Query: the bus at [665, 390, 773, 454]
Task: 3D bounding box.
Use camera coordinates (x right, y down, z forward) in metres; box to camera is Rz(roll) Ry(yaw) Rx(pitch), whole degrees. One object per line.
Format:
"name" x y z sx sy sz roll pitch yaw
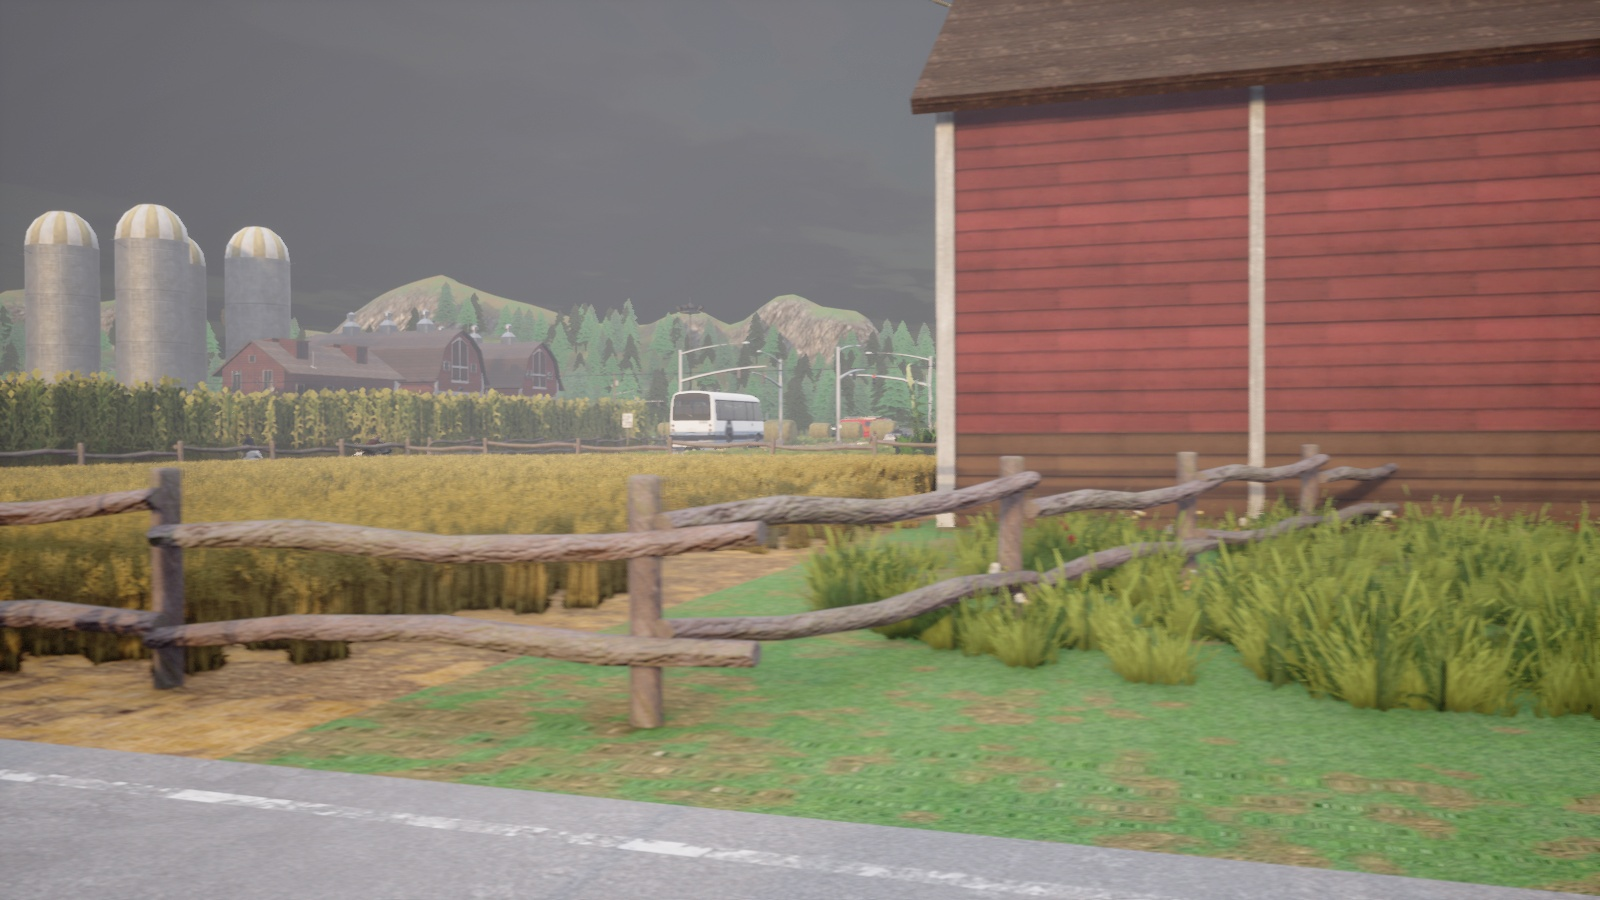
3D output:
"bus" -5.514 -1.929 88.256 3.944 4.253 10.273 0 1 18

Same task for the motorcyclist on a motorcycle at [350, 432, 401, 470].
"motorcyclist on a motorcycle" -17.597 0.016 52.112 0.866 1.530 2.191 0 1 18

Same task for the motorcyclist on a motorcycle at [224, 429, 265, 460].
"motorcyclist on a motorcycle" -28.663 -0.288 64.818 1.817 1.590 0.866 0 1 17
